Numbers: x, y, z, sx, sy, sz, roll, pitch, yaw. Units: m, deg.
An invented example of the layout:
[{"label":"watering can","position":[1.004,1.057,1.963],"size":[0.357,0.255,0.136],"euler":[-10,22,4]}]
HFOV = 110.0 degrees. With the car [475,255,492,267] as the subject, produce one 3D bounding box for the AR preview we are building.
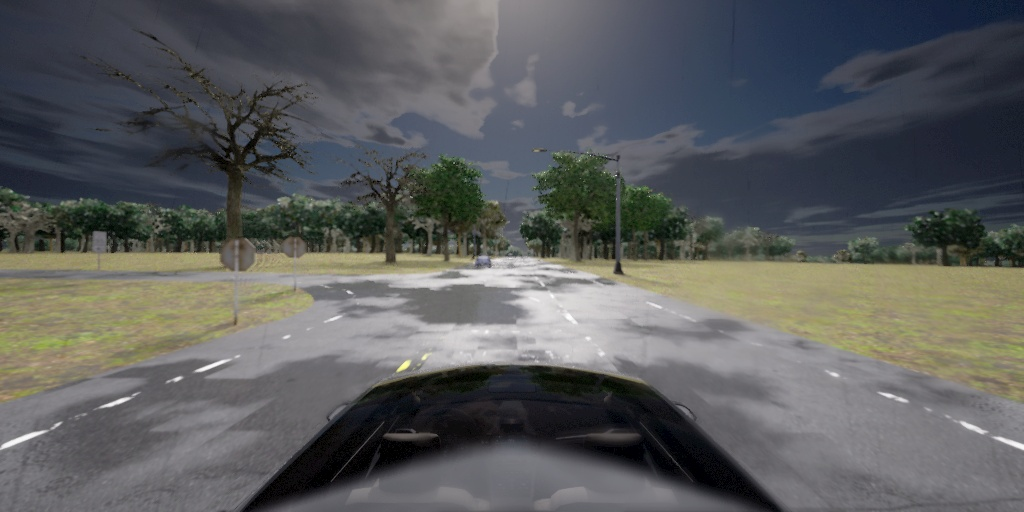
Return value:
[{"label":"car","position":[-3.505,0.651,44.716],"size":[1.812,1.442,4.674],"euler":[0,1,0]}]
